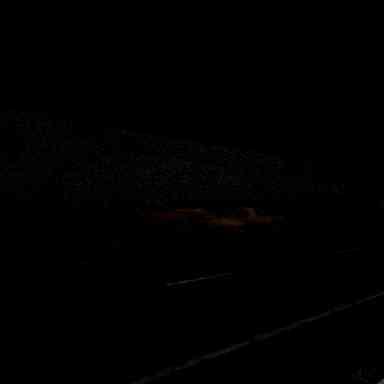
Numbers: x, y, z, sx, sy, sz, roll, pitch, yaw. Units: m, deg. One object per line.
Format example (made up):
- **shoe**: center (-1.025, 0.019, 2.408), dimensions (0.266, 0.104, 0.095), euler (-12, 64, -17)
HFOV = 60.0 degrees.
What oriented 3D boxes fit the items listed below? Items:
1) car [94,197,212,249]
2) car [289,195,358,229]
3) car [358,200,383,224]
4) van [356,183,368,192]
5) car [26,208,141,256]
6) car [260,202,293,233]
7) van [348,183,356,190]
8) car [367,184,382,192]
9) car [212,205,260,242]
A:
- **car**: center (-2.212, 1.239, 14.936), dimensions (5.566, 2.045, 2.435), euler (-1, -1, 35)
- **car**: center (7.510, 1.262, 21.920), dimensions (5.566, 2.045, 2.435), euler (-1, -1, 35)
- **car**: center (12.450, 1.413, 25.371), dimensions (4.553, 1.767, 2.185), euler (-1, -1, 35)
- **van**: center (43.243, -1.096, 83.427), dimensions (1.878, 1.987, 4.442), euler (7, 3, 35)
- **car**: center (-4.655, 1.519, 13.189), dimensions (4.792, 1.488, 2.163), euler (-1, -1, 35)
- **car**: center (2.496, 1.496, 18.528), dimensions (5.366, 1.575, 1.946), euler (-1, -1, 35)
- **van**: center (41.515, -1.369, 85.900), dimensions (1.878, 1.987, 4.442), euler (7, 3, 35)
- **car**: center (45.000, -0.597, 81.063), dimensions (2.231, 1.521, 4.892), euler (7, 3, 35)
- **car**: center (0.363, 1.486, 16.582), dimensions (5.366, 1.575, 1.946), euler (-1, -1, 35)
